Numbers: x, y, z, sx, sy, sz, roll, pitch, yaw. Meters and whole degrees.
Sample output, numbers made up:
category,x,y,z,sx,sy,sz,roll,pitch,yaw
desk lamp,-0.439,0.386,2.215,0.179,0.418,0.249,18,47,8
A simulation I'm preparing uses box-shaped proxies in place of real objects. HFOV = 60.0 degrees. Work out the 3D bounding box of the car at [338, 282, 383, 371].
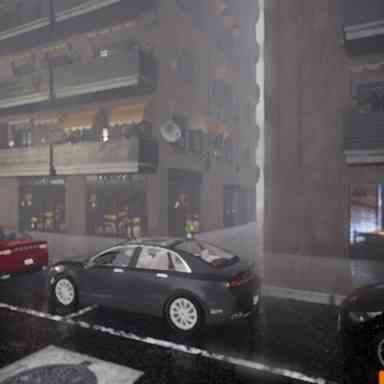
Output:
category,x,y,z,sx,sy,sz,roll,pitch,yaw
car,4.140,1.567,3.974,4.313,1.339,1.947,0,0,27

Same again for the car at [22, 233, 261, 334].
category,x,y,z,sx,sy,sz,roll,pitch,yaw
car,-0.893,1.552,6.499,4.403,1.369,2.008,0,0,27

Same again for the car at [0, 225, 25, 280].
category,x,y,z,sx,sy,sz,roll,pitch,yaw
car,-5.926,1.546,9.024,4.507,1.381,1.887,0,0,27
